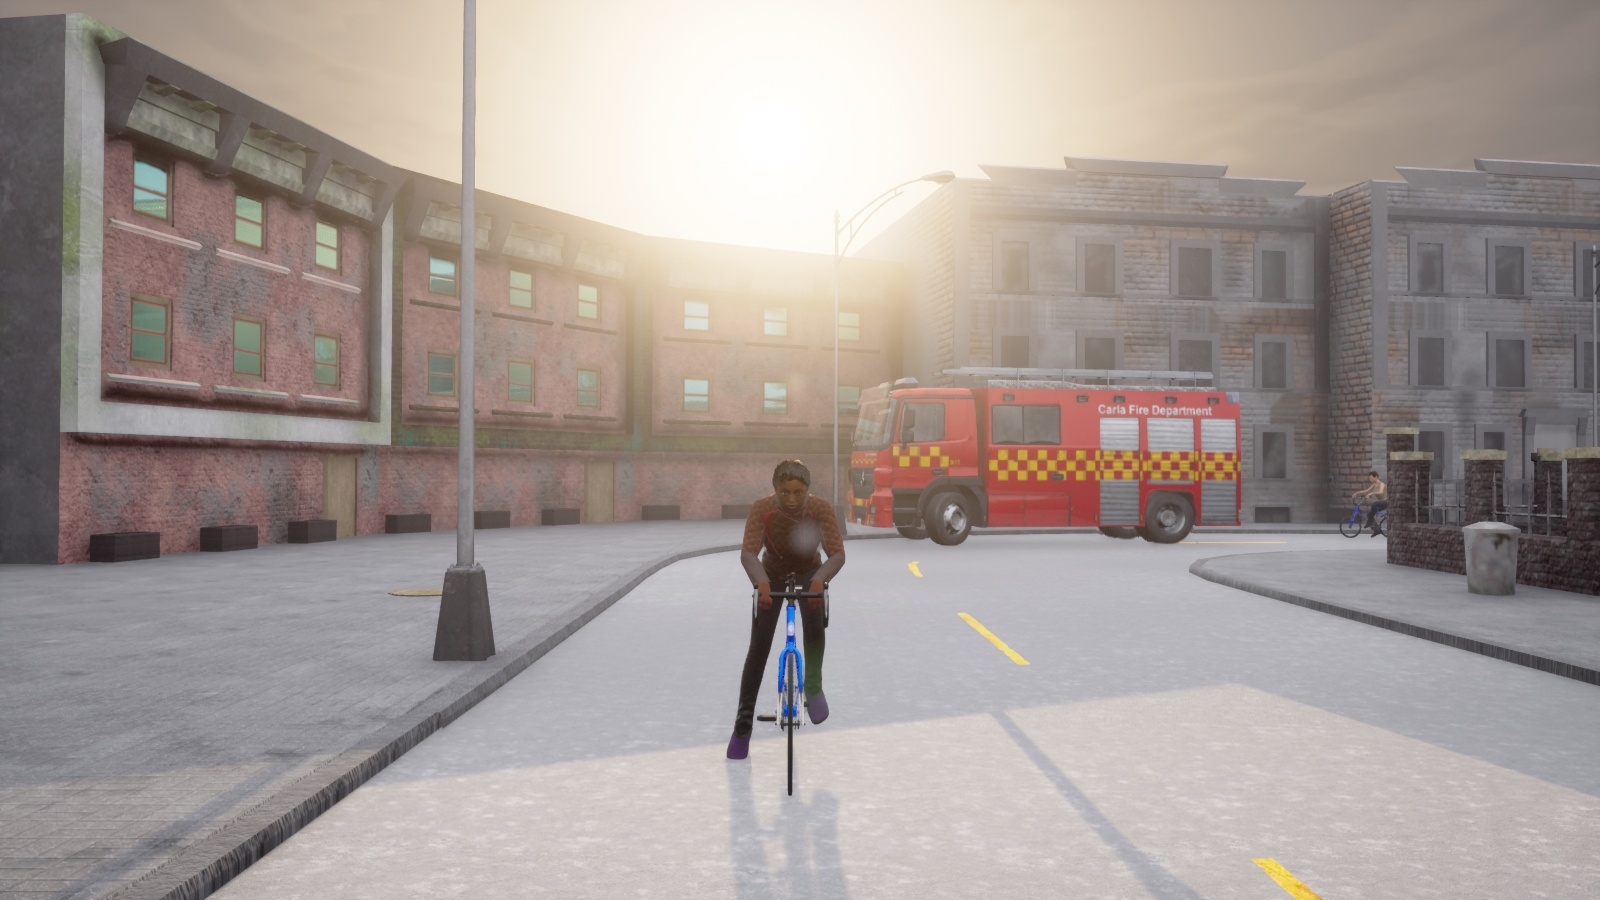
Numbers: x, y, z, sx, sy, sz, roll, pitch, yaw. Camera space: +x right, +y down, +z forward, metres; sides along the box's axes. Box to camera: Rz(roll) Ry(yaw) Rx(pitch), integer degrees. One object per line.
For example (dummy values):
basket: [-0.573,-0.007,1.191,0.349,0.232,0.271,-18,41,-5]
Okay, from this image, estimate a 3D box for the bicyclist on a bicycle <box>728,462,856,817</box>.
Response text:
bicyclist on a bicycle: [-0.040,0.878,6.590,0.582,1.620,1.656,0,-1,0]

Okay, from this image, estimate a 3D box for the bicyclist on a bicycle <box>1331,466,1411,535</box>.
bicyclist on a bicycle: [13.710,1.202,30.165,1.509,1.612,0.866,0,-1,0]

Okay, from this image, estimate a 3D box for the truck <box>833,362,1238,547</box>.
truck: [5.199,0.098,28.221,8.468,3.827,2.891,0,-1,-11]
